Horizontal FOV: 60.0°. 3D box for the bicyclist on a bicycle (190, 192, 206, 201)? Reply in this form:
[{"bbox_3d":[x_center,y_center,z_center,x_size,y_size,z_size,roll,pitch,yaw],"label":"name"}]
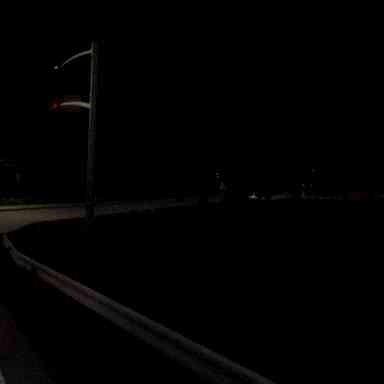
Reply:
[{"bbox_3d":[0.756,0.777,29.420,1.656,1.620,0.582,36,13,18],"label":"bicyclist on a bicycle"}]

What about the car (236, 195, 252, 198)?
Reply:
[{"bbox_3d":[7.584,0.702,53.362,2.128,1.511,4.902,3,2,23],"label":"car"}]

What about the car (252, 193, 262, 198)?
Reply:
[{"bbox_3d":[12.161,0.619,63.907,1.837,1.490,4.892,3,2,24],"label":"car"}]
